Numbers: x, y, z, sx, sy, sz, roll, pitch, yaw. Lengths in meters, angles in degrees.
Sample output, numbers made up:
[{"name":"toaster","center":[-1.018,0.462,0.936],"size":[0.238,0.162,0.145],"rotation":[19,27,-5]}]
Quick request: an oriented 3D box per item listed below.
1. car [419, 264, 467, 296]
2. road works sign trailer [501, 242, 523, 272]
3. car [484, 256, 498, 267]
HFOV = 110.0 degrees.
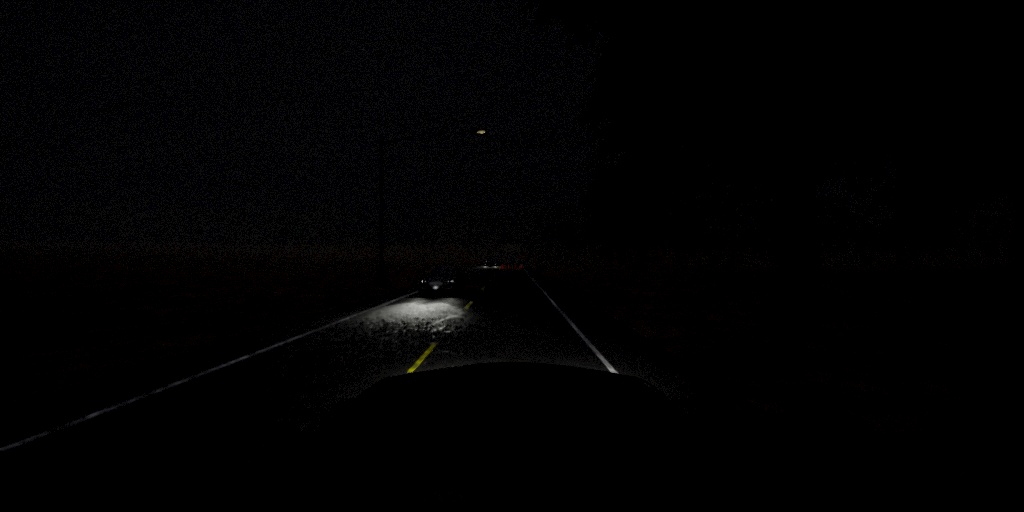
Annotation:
[{"name":"car","center":[-3.595,1.218,19.346],"size":[2.128,1.511,4.902],"rotation":[0,0,0]},{"name":"road works sign trailer","center":[0.016,0.128,43.503],"size":[2.380,3.560,2.880],"rotation":[0,0,1]},{"name":"car","center":[-3.531,0.880,60.993],"size":[2.097,1.767,4.553],"rotation":[0,1,1]}]
